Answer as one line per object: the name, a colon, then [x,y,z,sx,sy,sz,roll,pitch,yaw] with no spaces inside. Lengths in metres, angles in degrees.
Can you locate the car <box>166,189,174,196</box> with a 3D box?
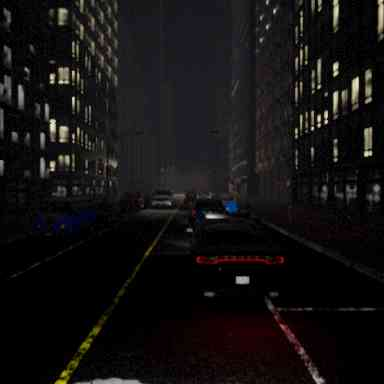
car: [-5.851,0.086,89.253,1.967,1.590,4.097,0,1,0]

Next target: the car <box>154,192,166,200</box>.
car: [-5.799,0.654,60.828,1.887,1.381,4.507,0,1,0]

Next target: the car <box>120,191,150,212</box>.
car: [-5.745,0.857,32.400,2.192,1.841,5.009,0,1,0]

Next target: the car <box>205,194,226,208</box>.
car: [2.623,1.008,38.097,2.008,1.369,4.403,0,1,0]

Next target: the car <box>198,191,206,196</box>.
car: [2.539,0.323,83.573,1.802,1.307,4.206,0,1,0]

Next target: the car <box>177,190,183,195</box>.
car: [-3.178,0.073,95.047,1.812,1.442,4.674,0,1,0]

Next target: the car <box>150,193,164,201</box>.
car: [-5.789,0.780,55.145,1.802,1.307,4.206,0,1,0]

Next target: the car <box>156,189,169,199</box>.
car: [-5.808,0.334,66.509,2.192,1.841,5.009,0,1,0]

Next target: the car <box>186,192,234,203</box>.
car: [0.865,1.097,18.285,2.097,1.767,4.553,0,1,0]

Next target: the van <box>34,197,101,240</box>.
van: [-5.714,1.129,15.343,1.690,1.788,3.998,0,1,0]

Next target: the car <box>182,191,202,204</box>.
car: [-0.074,0.918,44.892,1.994,1.385,4.181,0,1,0]

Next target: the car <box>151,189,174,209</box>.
car: [-3.169,0.703,36.448,2.150,2.045,5.566,0,1,0]

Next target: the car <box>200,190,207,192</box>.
car: [2.571,0.542,66.689,1.752,1.417,4.829,0,1,0]

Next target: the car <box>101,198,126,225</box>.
car: [-5.726,1.273,21.031,1.947,1.339,4.313,0,1,0]

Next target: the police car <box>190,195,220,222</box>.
police car: [0.854,1.084,24.425,1.930,1.638,5.238,0,1,0]

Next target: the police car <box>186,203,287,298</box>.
police car: [0.884,1.309,8.427,1.930,1.638,5.238,0,1,0]

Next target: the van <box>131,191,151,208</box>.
van: [-5.756,0.799,38.085,1.690,1.788,3.998,0,1,0]

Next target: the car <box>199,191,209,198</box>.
car: [2.560,0.494,72.205,1.947,1.339,4.313,0,1,0]

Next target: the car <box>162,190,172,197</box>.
car: [-5.830,0.275,77.882,1.967,1.590,4.097,0,1,0]

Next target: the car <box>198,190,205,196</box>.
car: [2.529,0.190,89.257,1.887,1.381,4.507,0,1,0]

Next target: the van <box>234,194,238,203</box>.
van: [2.646,0.966,26.724,1.690,1.788,3.998,0,1,0]
